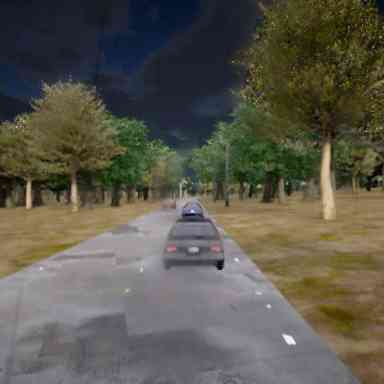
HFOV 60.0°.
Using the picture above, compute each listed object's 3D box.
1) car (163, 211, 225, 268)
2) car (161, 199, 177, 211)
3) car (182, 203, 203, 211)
[{"bbox_3d":[0.059,1.598,11.362,2.033,1.411,5.357,0,0,0],"label":"car"},{"bbox_3d":[-3.129,1.690,45.551,1.882,1.535,5.008,0,-1,0],"label":"car"},{"bbox_3d":[0.057,1.705,31.709,1.994,1.385,4.181,0,0,0],"label":"car"}]
